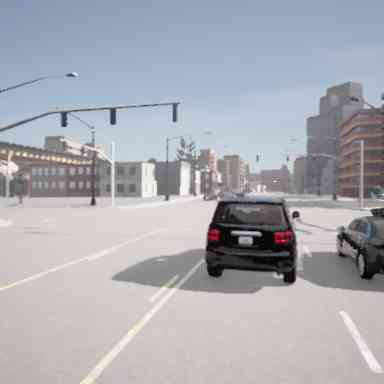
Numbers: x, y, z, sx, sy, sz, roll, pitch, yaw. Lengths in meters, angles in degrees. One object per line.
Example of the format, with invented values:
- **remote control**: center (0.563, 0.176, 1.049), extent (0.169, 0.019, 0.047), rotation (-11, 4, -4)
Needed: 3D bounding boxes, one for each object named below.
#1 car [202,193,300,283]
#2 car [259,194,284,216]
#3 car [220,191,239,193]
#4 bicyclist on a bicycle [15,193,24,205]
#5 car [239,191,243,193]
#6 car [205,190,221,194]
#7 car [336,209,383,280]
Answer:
- **car**: center (1.926, 1.150, 9.808), extent (2.150, 2.045, 5.566), rotation (0, 0, 17)
- **car**: center (7.361, 1.112, 30.470), extent (2.097, 1.767, 4.553), rotation (0, 1, 16)
- **car**: center (6.324, 0.938, 56.276), extent (1.895, 1.301, 4.718), rotation (0, 1, 14)
- **bicyclist on a bicycle**: center (-22.293, 0.903, 43.082), extent (0.582, 1.620, 1.656), rotation (0, 1, 12)
- **car**: center (10.168, 0.538, 72.182), extent (1.895, 1.301, 4.718), rotation (0, 1, 13)
- **car**: center (3.101, 0.793, 57.833), extent (2.128, 1.511, 4.902), rotation (0, 1, 14)
- **car**: center (5.481, 1.448, 9.566), extent (1.837, 1.490, 4.892), rotation (0, 0, 13)
